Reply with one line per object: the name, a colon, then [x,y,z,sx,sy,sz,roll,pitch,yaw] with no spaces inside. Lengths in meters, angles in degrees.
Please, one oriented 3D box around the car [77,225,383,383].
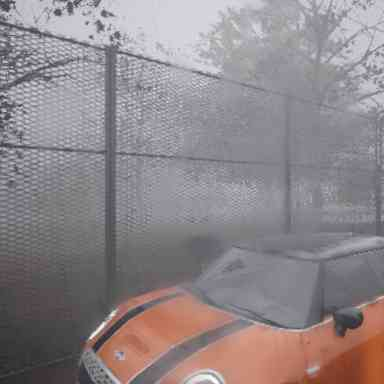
car: [1.094,1.353,3.848,4.553,1.767,2.097,0,0,-35]
